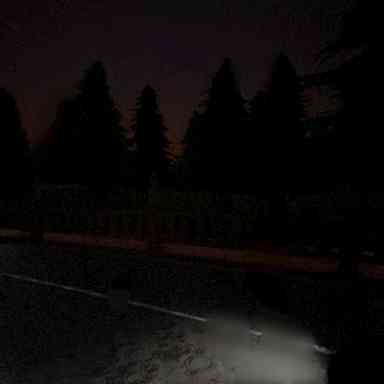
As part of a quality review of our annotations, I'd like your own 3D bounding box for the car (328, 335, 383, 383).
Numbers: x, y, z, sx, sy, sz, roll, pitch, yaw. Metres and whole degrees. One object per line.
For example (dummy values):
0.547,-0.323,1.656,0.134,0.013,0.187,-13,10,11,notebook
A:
3.115,1.514,1.589,4.674,1.442,1.812,0,0,37,car
